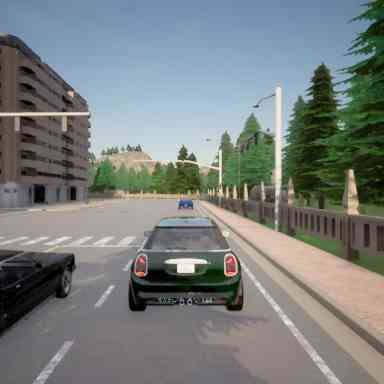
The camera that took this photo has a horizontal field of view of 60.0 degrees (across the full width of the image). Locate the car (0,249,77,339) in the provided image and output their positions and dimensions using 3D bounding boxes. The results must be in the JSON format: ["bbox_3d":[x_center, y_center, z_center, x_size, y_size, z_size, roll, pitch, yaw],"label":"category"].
[{"bbox_3d":[-3.537,1.600,5.544,1.895,1.301,4.718,0,0,-1],"label":"car"}]

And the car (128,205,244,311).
[{"bbox_3d":[-0.118,1.351,7.911,2.097,1.767,4.553,0,0,0],"label":"car"}]

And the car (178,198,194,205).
[{"bbox_3d":[-0.822,1.473,44.283,1.882,1.535,5.008,0,0,-1],"label":"car"}]
